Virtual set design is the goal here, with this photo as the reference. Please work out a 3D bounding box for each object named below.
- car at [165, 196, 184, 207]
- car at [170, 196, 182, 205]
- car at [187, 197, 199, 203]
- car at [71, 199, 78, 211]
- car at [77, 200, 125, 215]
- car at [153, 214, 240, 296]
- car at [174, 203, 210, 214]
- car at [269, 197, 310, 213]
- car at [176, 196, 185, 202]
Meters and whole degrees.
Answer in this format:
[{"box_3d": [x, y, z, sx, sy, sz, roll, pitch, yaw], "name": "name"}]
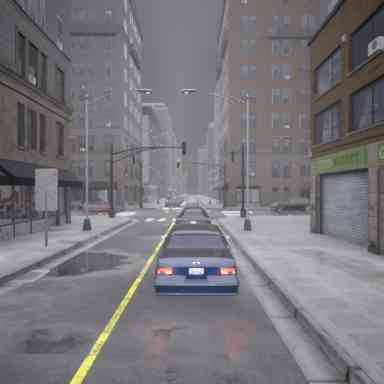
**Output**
[{"box_3d": [-2.810, 1.351, 49.838, 2.097, 1.767, 4.553, 0, 0, 1], "name": "car"}, {"box_3d": [-2.758, 1.526, 58.567, 1.812, 1.442, 4.674, 0, 0, 0], "name": "car"}, {"box_3d": [0.151, 1.525, 56.594, 1.812, 1.442, 4.674, 0, 0, 1], "name": "car"}, {"box_3d": [-14.697, 1.539, 39.283, 4.313, 1.339, 1.947, 0, 0, 0], "name": "car"}, {"box_3d": [-8.962, 1.564, 33.780, 4.181, 1.385, 1.994, 0, 0, 0], "name": "car"}, {"box_3d": [0.094, 1.547, 8.807, 2.033, 1.411, 5.357, 0, 0, 0], "name": "car"}, {"box_3d": [0.086, 1.563, 19.353, 1.994, 1.385, 4.181, 0, 0, 1], "name": "car"}, {"box_3d": [10.886, 1.353, 36.679, 4.553, 1.767, 2.097, 0, 0, 0], "name": "car"}, {"box_3d": [-2.654, 1.599, 78.884, 1.895, 1.301, 4.718, 0, 0, 0], "name": "car"}]
